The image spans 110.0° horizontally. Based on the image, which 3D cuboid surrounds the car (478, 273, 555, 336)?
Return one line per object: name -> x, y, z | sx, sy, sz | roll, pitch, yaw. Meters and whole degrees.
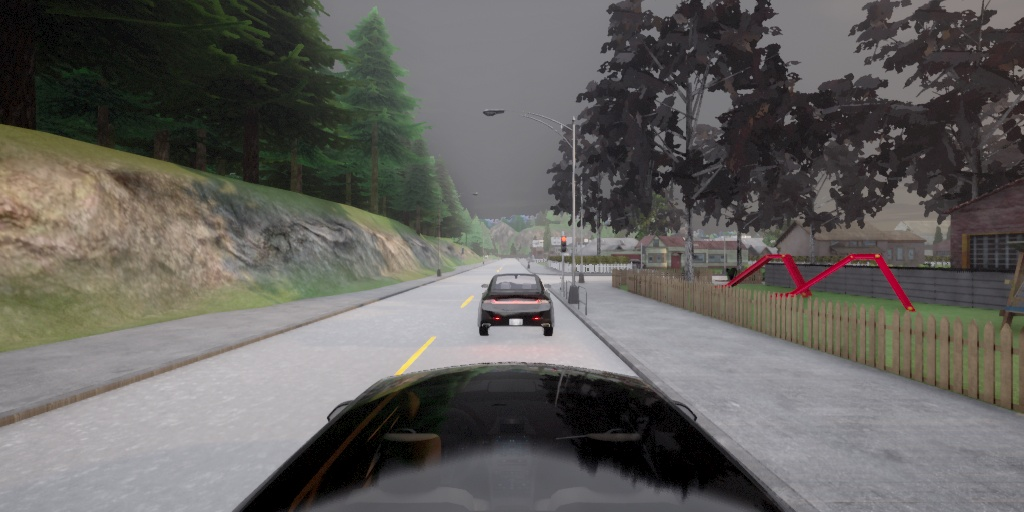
car -> 0.118, 1.242, 10.332 | 2.128, 1.511, 4.902 | 0, 0, 1
